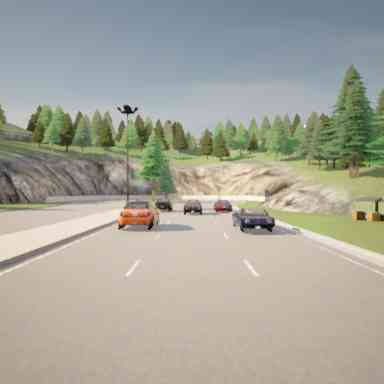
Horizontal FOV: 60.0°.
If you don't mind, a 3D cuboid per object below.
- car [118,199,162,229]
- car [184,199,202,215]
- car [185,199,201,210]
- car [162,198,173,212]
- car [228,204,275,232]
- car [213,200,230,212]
[{"bbox_3d":[-3.399,1.378,21.913,2.097,1.767,4.553,0,0,0],"label":"car"},{"bbox_3d":[0.098,1.642,35.147,1.895,1.301,4.718,0,0,0],"label":"car"},{"bbox_3d":[0.165,1.616,43.928,1.994,1.385,4.181,0,0,2],"label":"car"},{"bbox_3d":[-3.376,1.525,40.446,1.882,1.535,5.008,0,0,0],"label":"car"},{"bbox_3d":[3.600,1.625,20.338,1.895,1.301,4.718,0,0,0],"label":"car"},{"bbox_3d":[3.612,1.610,39.366,1.994,1.385,4.181,0,0,0],"label":"car"}]
